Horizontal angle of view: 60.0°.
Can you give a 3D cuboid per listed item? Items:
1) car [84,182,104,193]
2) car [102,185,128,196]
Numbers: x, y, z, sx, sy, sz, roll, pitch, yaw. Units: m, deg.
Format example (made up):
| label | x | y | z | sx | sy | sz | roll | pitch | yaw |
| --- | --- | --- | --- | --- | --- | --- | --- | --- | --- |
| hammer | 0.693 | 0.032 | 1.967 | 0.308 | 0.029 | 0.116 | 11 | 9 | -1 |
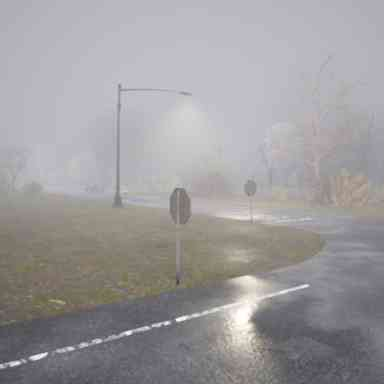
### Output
| label | x | y | z | sx | sy | sz | roll | pitch | yaw |
| --- | --- | --- | --- | --- | --- | --- | --- | --- | --- |
| car | -17.563 | -0.827 | 59.892 | 2.150 | 2.045 | 5.566 | 0 | 2 | -36 |
| car | -11.757 | -0.125 | 51.761 | 1.895 | 1.301 | 4.718 | 0 | 2 | -36 |
